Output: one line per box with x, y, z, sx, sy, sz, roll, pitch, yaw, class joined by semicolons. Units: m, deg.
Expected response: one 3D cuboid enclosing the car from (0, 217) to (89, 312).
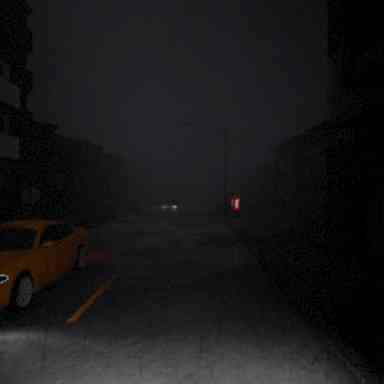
-3.994;1.421;7.791;1.882;1.535;5.008;0;0;1;car

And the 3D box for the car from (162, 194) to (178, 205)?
-3.265;1.037;50.337;2.097;1.767;4.553;0;0;1;car
